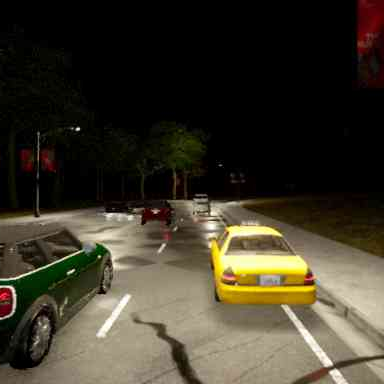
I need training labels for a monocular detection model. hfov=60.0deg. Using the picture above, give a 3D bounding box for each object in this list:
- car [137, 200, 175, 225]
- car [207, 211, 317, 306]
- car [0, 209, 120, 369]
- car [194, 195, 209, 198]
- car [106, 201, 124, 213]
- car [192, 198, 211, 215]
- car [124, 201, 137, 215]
[{"bbox_3d":[-2.455,1.432,25.019,2.097,1.767,4.553,0,0,1],"label":"car"},{"bbox_3d":[1.394,1.477,8.203,1.801,1.575,5.366,0,0,1],"label":"car"},{"bbox_3d":[-2.953,1.372,5.966,2.097,1.767,4.553,0,0,2],"label":"car"},{"bbox_3d":[1.344,1.365,45.130,2.150,2.045,5.566,0,0,6],"label":"car"},{"bbox_3d":[-8.710,1.702,39.075,1.994,1.385,4.181,0,0,2],"label":"car"},{"bbox_3d":[1.030,1.640,35.247,1.812,1.442,4.674,0,0,2],"label":"car"},{"bbox_3d":[-5.589,1.649,35.860,1.812,1.442,4.674,0,0,2],"label":"car"}]
